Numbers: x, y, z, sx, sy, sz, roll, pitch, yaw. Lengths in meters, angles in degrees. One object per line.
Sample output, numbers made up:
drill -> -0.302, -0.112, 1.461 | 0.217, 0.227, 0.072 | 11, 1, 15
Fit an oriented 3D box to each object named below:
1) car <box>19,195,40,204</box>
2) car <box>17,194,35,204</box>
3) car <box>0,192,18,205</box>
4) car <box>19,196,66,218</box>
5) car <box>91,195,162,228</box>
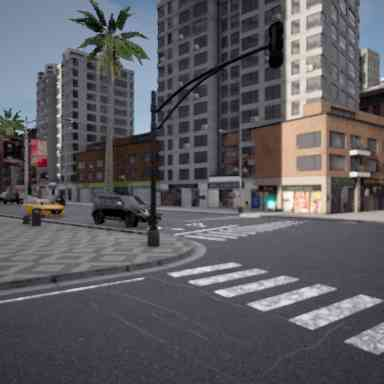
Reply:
car -> -28.119, 1.277, 57.383 | 1.837, 1.490, 4.892 | 0, 0, -44
car -> -23.065, 1.367, 47.902 | 4.674, 1.442, 1.812 | 0, 0, 45
car -> -30.158, 0.997, 54.820 | 2.150, 2.045, 5.566 | 0, 0, -44
car -> -13.339, 1.413, 29.893 | 5.008, 1.535, 1.882 | 1, 0, 42
car -> -4.505, 1.204, 22.344 | 5.566, 2.045, 2.150 | 0, 0, 40
